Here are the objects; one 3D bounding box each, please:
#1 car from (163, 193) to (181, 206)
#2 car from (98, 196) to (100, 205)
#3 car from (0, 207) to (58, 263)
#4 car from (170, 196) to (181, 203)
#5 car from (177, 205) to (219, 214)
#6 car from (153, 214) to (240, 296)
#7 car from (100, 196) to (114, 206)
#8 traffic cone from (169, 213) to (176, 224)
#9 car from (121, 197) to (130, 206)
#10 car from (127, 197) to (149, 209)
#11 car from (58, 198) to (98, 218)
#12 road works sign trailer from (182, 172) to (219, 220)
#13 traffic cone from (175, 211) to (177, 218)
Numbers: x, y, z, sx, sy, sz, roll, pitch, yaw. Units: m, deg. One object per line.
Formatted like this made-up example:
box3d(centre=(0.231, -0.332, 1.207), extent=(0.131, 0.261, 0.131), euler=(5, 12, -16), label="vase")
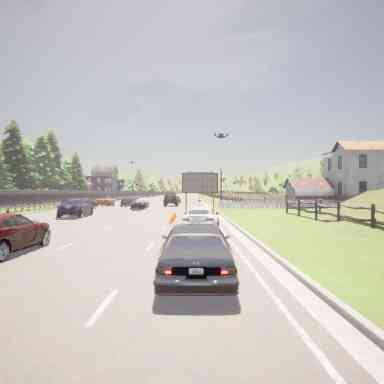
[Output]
box3d(centre=(-3.345, 1.221, 53.342), extent=(2.150, 2.045, 5.566), euler=(0, 0, 0), label="car")
box3d(centre=(-13.855, 1.478, 43.116), extent=(1.882, 1.535, 5.008), euler=(0, 0, 0), label="car")
box3d(centre=(-6.888, 1.477, 11.996), extent=(1.882, 1.535, 5.008), euler=(0, 0, 0), label="car")
box3d(centre=(-3.329, 1.564, 68.557), extent=(1.994, 1.385, 4.181), euler=(0, 0, 0), label="car")
box3d(centre=(0.494, 1.540, 18.449), extent=(1.812, 1.442, 4.674), euler=(0, -1, 6), label="car")
box3d(centre=(0.107, 1.547, 8.806), extent=(2.033, 1.411, 5.357), euler=(0, 0, 1), label="car")
box3d(centre=(-13.846, 1.352, 53.113), extent=(2.097, 1.767, 4.553), euler=(0, 0, 0), label="car")
box3d(centre=(-1.463, 1.955, 23.162), extent=(0.340, 0.580, 0.340), euler=(0, 0, 0), label="traffic cone")
box3d(centre=(-10.343, 1.493, 54.453), extent=(2.128, 1.511, 4.902), euler=(0, 0, 0), label="car")
box3d(centre=(-6.854, 1.601, 44.047), extent=(1.895, 1.301, 4.718), euler=(0, 0, 0), label="car")
box3d(centre=(-10.368, 1.350, 29.907), extent=(2.097, 1.767, 4.553), euler=(0, 0, 0), label="car")
box3d(centre=(0.509, 0.464, 22.063), extent=(2.380, 3.560, 2.880), euler=(0, 0, -3), label="road works sign trailer")
box3d(centre=(-1.461, 1.955, 25.162), extent=(0.340, 0.580, 0.340), euler=(0, 0, 0), label="traffic cone")
